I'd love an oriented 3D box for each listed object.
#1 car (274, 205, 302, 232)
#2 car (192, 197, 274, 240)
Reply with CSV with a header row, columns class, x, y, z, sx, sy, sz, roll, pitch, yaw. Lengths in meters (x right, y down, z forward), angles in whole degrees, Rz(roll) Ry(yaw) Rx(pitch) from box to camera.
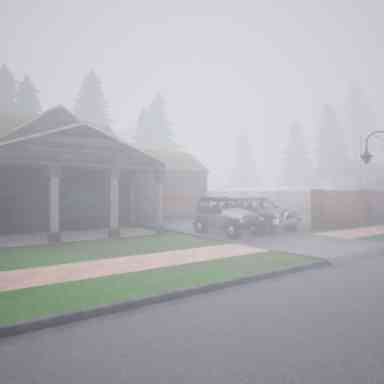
class,x,y,z,sx,sy,sz,roll,pitch,yaw
car,3.494,1.172,17.880,1.932,1.855,4.605,0,0,-36
car,1.684,1.174,16.093,1.905,1.878,3.866,0,0,-36
